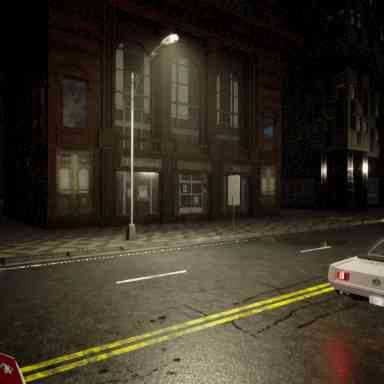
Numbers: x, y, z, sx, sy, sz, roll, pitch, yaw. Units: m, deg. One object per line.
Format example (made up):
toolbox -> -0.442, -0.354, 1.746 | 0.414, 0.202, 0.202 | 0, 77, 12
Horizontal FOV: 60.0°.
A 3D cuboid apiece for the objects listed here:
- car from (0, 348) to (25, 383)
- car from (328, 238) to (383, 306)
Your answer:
car -> -3.037, 1.352, 1.274 | 4.553, 1.767, 2.097 | 0, 0, -35
car -> 5.031, 1.597, 7.026 | 4.718, 1.301, 1.895 | 0, 0, -35
